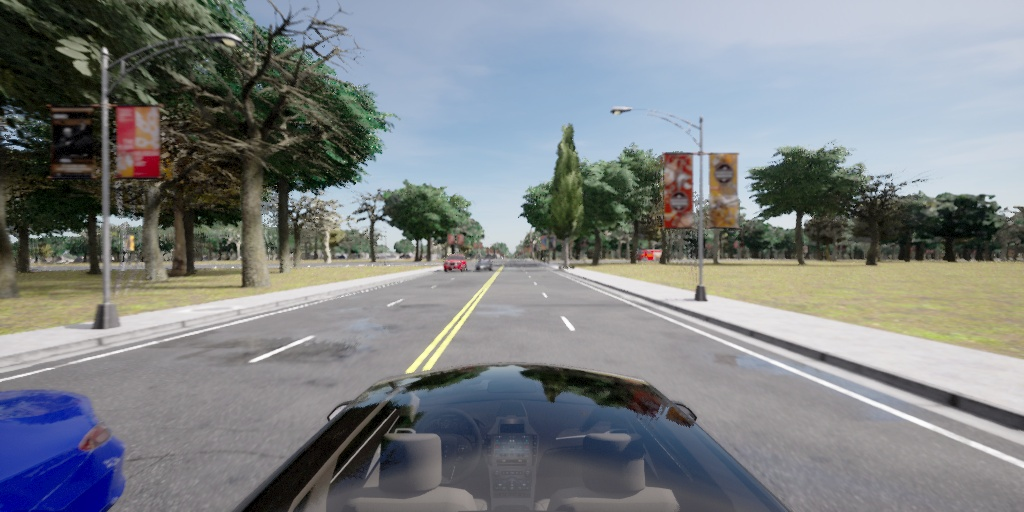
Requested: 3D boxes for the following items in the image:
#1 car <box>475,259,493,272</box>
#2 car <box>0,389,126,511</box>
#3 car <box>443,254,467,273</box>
[{"bbox_3d":[-3.334,1.101,43.125,2.128,1.511,4.902,0,0,0],"label":"car"},{"bbox_3d":[-3.351,1.281,0.325,1.812,1.442,4.674,0,0,0],"label":"car"},{"bbox_3d":[-6.589,0.834,42.138,2.150,2.045,5.566,0,0,0],"label":"car"}]
